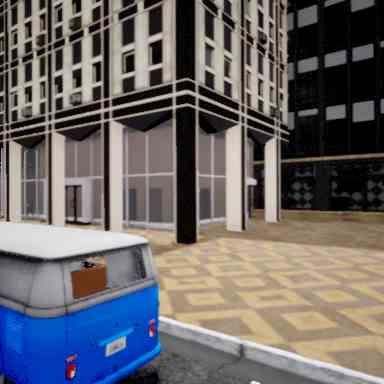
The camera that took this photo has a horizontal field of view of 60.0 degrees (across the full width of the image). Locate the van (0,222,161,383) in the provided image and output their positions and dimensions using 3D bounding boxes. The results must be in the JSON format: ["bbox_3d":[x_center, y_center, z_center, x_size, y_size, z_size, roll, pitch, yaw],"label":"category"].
[{"bbox_3d":[-2.293,1.360,4.507,3.998,1.788,1.690,0,0,35],"label":"van"}]
